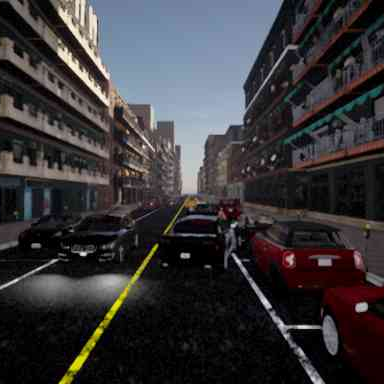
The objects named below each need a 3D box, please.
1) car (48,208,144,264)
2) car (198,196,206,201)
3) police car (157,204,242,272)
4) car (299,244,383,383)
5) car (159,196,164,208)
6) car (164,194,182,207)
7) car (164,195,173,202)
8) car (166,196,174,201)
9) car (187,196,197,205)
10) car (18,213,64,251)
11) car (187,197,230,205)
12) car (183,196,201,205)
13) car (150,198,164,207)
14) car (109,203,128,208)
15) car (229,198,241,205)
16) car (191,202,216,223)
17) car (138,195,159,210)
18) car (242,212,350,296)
[{"bbox_3d":[-3.099,1.526,11.902,1.837,1.490,4.892,0,0,0],"label":"car"},{"bbox_3d":[2.698,1.672,87.588,1.887,1.381,4.507,0,0,0],"label":"car"},{"bbox_3d":[0.389,1.441,11.150,1.930,1.638,5.238,-1,0,13],"label":"police car"},{"bbox_3d":[2.692,1.550,3.042,1.887,1.381,4.507,0,0,0],"label":"car"},{"bbox_3d":[-5.685,1.391,48.139,2.192,1.841,5.009,0,0,0],"label":"car"},{"bbox_3d":[-3.080,1.573,52.824,2.128,1.511,4.902,0,0,0],"label":"car"},{"bbox_3d":[-5.683,1.561,81.956,1.967,1.590,4.097,0,0,0],"label":"car"},{"bbox_3d":[-5.682,1.672,87.593,1.887,1.381,4.507,0,0,0],"label":"car"},{"bbox_3d":[0.004,1.573,62.190,1.882,1.535,5.008,0,0,0],"label":"car"},{"bbox_3d":[-5.688,1.591,14.318,1.947,1.339,4.313,0,0,0],"label":"car"},{"bbox_3d":[0.901,1.387,20.783,2.097,1.767,4.553,0,0,0],"label":"car"},{"bbox_3d":[0.006,1.553,47.403,1.882,1.535,5.008,0,0,0],"label":"car"},{"bbox_3d":[-5.686,1.666,53.775,1.802,1.307,4.206,0,0,0],"label":"car"},{"bbox_3d":[-5.687,1.568,25.422,1.752,1.417,4.829,0,0,0],"label":"car"},{"bbox_3d":[2.695,1.358,25.588,2.192,1.841,5.009,0,0,0],"label":"car"},{"bbox_3d":[0.825,1.571,26.805,1.812,1.442,4.674,0,0,0],"label":"car"},{"bbox_3d":[-5.686,1.508,42.502,1.967,1.590,4.097,0,0,0],"label":"car"},{"bbox_3d":[2.693,1.456,8.679,1.967,1.590,4.097,0,0,0],"label":"car"}]
